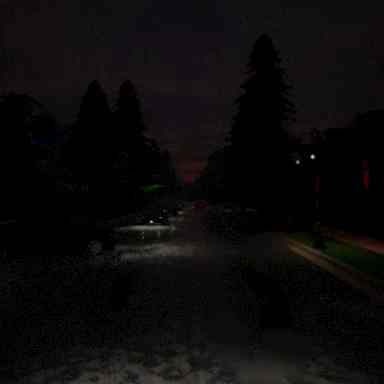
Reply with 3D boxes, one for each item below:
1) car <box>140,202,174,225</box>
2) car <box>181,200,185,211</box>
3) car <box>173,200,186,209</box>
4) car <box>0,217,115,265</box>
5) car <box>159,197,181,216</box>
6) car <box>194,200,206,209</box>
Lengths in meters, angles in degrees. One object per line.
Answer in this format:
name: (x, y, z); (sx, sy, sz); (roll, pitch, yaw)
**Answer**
car: (-2.955, 1.848, 27.319); (2.033, 1.411, 5.357); (0, -1, 1)
car: (-2.483, 1.863, 47.777); (2.097, 1.767, 4.553); (0, -1, 2)
car: (-2.199, 2.176, 59.238); (2.033, 1.411, 5.357); (0, -1, 2)
car: (-5.398, 1.645, 12.235); (5.008, 1.535, 1.882); (0, 0, -25)
car: (-2.727, 1.627, 37.484); (2.150, 2.045, 5.566); (0, -1, 2)
car: (1.375, 2.054, 55.859); (1.882, 1.535, 5.008); (0, -1, 1)
